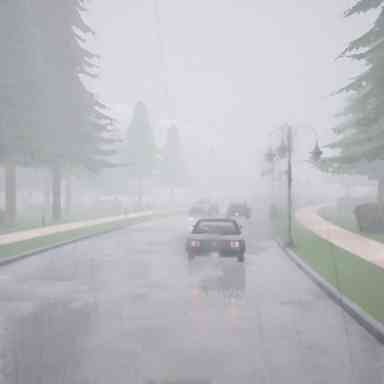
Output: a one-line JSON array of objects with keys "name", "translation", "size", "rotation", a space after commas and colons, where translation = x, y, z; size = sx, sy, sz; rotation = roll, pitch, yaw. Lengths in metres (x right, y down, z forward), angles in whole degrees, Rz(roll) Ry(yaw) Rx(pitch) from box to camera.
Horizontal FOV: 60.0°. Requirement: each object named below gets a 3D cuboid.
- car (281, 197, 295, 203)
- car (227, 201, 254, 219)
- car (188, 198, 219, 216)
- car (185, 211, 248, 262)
[{"name": "car", "translation": [19.932, 1.648, 69.406], "size": [1.994, 1.385, 4.181], "rotation": [0, 0, 37]}, {"name": "car", "translation": [4.273, 1.544, 29.376], "size": [1.837, 1.490, 4.892], "rotation": [0, 0, 15]}, {"name": "car", "translation": [1.165, 1.390, 31.914], "size": [2.097, 1.767, 4.553], "rotation": [0, 0, 17]}, {"name": "car", "translation": [0.940, 1.616, 12.334], "size": [1.895, 1.301, 4.718], "rotation": [0, 0, 6]}]
